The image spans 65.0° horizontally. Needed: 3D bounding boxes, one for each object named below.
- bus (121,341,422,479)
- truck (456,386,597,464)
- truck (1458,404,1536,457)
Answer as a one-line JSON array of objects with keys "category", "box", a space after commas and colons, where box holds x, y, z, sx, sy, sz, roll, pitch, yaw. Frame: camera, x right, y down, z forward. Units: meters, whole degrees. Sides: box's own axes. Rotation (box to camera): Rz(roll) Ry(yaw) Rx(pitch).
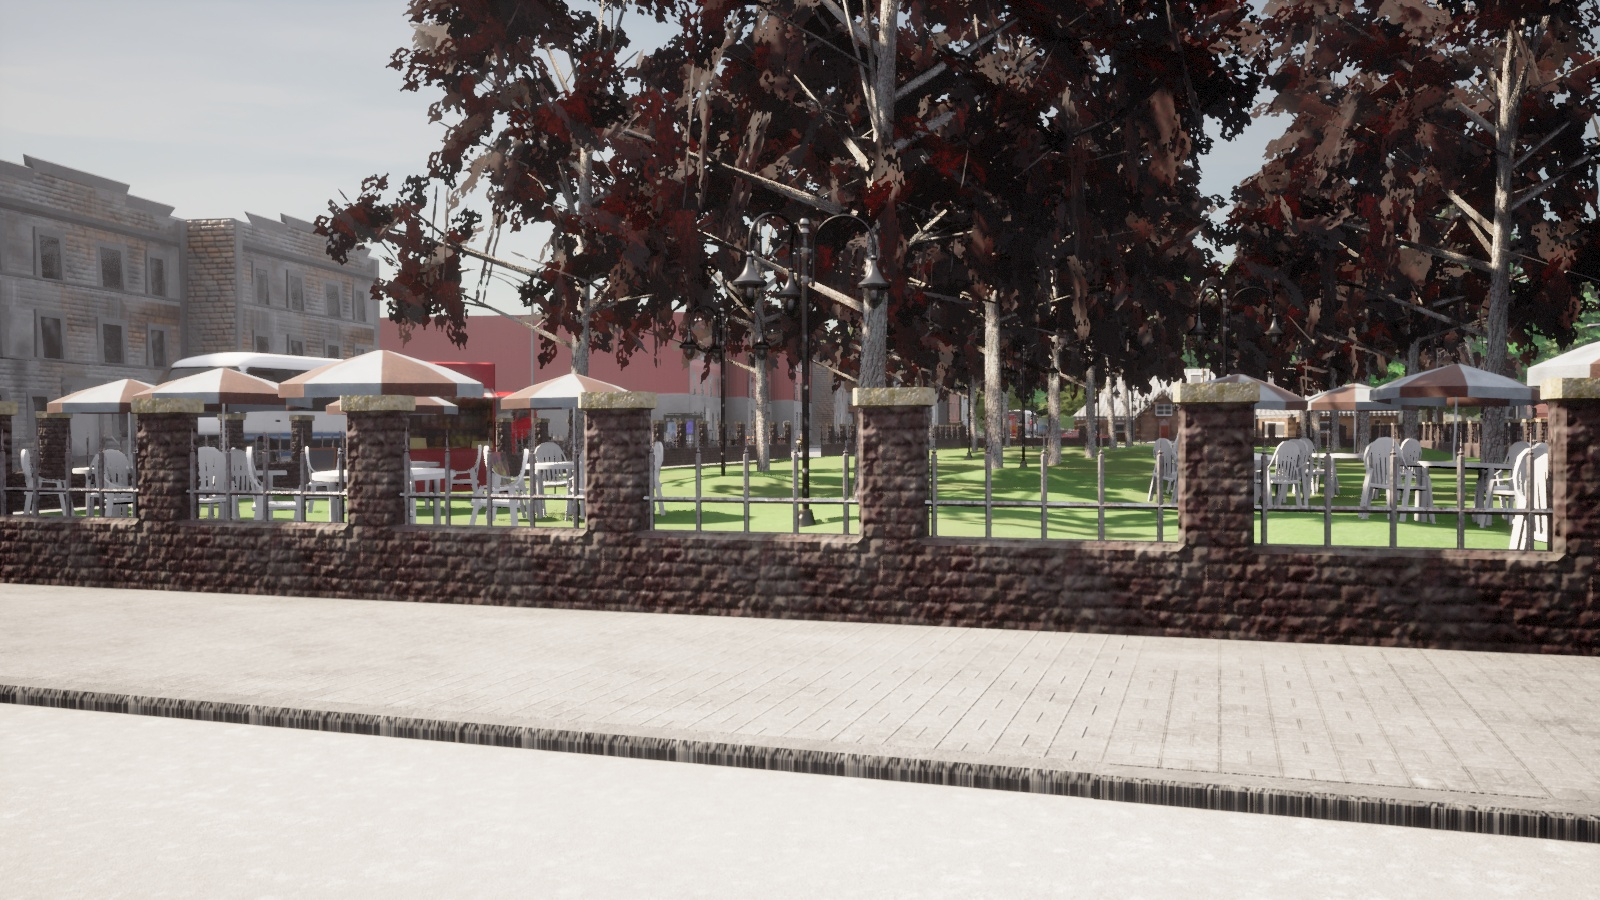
[{"category": "bus", "box": [-18.086, -1.325, 44.178, 3.944, 4.253, 10.273, 1, 1, 18]}, {"category": "truck", "box": [-12.861, -1.163, 59.916, 2.891, 3.462, 7.936, 1, 1, 18]}, {"category": "truck", "box": [47.844, -1.360, 86.422, 2.891, 3.462, 7.936, 0, 1, 15]}]
